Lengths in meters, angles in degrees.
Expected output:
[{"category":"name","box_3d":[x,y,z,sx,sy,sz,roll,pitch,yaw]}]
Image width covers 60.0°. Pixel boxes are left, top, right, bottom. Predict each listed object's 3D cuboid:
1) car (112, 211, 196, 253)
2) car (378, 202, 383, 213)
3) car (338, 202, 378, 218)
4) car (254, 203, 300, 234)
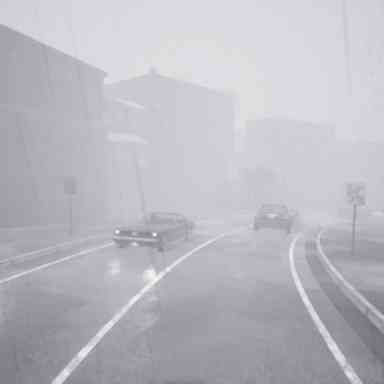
[{"category":"car","box_3d":[-1.352,1.508,13.648,1.895,1.301,4.718,2,1,17]},{"category":"car","box_3d":[26.937,2.146,46.458,4.181,1.385,1.994,2,3,-26]},{"category":"car","box_3d":[17.923,1.822,36.288,4.553,1.767,2.097,2,3,-41]},{"category":"car","box_3d":[5.326,1.433,20.366,2.097,1.767,4.553,3,1,25]}]
